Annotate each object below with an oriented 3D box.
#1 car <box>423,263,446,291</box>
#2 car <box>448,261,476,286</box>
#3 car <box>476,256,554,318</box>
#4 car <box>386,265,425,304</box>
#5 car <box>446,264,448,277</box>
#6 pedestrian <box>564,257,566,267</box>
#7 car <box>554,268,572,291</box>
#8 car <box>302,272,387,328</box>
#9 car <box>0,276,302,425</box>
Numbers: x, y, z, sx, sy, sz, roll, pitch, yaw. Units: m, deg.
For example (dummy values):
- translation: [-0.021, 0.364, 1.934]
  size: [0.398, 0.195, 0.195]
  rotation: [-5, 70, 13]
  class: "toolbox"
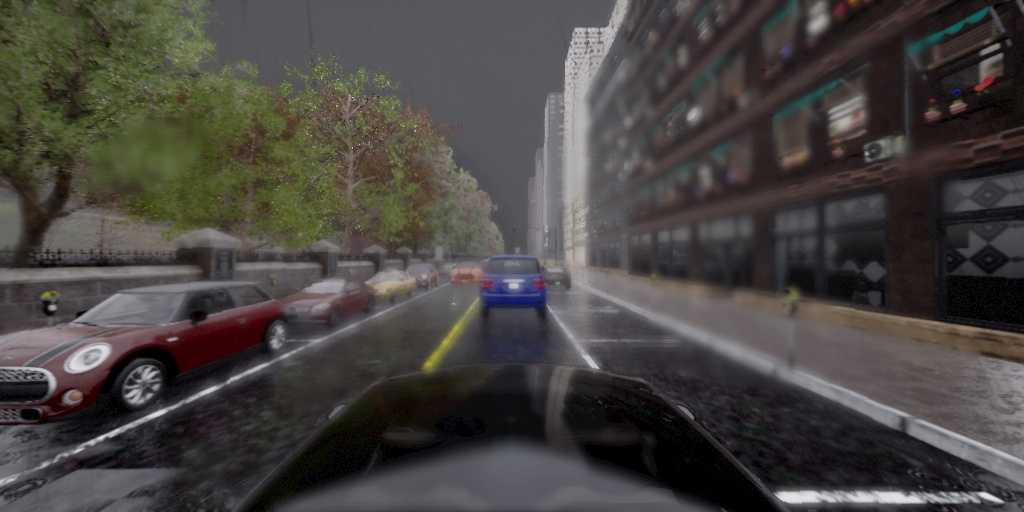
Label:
- translation: [-5.689, 1.262, 22.490]
  size: [1.967, 1.591, 4.097]
  rotation: [0, 0, 0]
  class: "car"
- translation: [-3.093, 1.188, 26.481]
  size: [2.097, 1.767, 4.553]
  rotation: [0, 0, 0]
  class: "car"
- translation: [0.096, 1.011, 13.259]
  size: [2.150, 2.045, 5.566]
  rotation: [0, 0, 0]
  class: "car"
- translation: [-5.689, 1.328, 16.780]
  size: [1.751, 1.417, 4.829]
  rotation: [0, 0, 0]
  class: "car"
- translation: [-5.764, 1.413, 33.565]
  size: [2.007, 1.370, 4.403]
  rotation: [0, 0, 0]
  class: "car"
- translation: [7.141, 0.965, 48.383]
  size: [0.375, 1.860, 0.375]
  rotation: [0, 0, 0]
  class: "pedestrian"
- translation: [2.692, 1.373, 22.491]
  size: [2.007, 1.370, 4.403]
  rotation: [0, 0, 0]
  class: "car"
- translation: [-5.689, 1.365, 11.412]
  size: [1.802, 1.307, 4.207]
  rotation: [0, 0, 0]
  class: "car"
- translation: [-5.690, 1.204, 5.873]
  size: [1.967, 1.591, 4.097]
  rotation: [0, 0, 0]
  class: "car"
